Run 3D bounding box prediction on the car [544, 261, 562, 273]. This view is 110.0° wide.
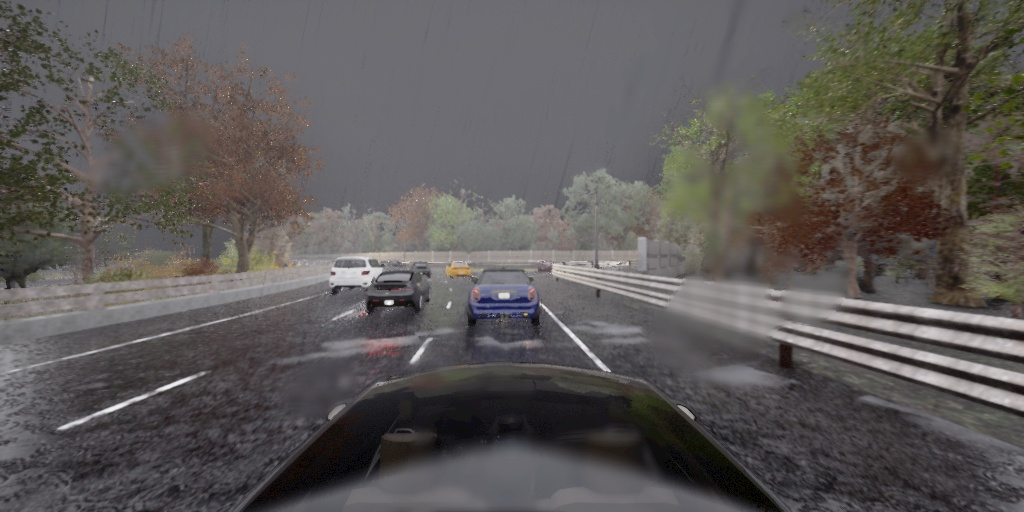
[{"bbox_3d":[4.969,1.377,46.535,1.812,1.442,4.674,-1,0,30],"label":"car"}]

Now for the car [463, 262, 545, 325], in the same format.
[{"bbox_3d":[-0.305,1.131,12.086,2.097,1.767,4.553,0,0,-2],"label":"car"}]

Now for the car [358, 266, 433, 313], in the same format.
[{"bbox_3d":[-4.363,1.306,14.321,1.837,1.490,4.892,0,0,-7],"label":"car"}]

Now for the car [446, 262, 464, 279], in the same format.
[{"bbox_3d":[-5.260,1.337,34.680,1.882,1.535,5.008,0,0,-17],"label":"car"}]

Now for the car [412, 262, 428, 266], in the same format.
[{"bbox_3d":[-9.210,1.383,35.851,1.837,1.490,4.892,0,0,-18],"label":"car"}]

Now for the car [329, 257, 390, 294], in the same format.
[{"bbox_3d":[-8.915,1.059,21.138,2.150,2.045,5.566,0,0,-10],"label":"car"}]
